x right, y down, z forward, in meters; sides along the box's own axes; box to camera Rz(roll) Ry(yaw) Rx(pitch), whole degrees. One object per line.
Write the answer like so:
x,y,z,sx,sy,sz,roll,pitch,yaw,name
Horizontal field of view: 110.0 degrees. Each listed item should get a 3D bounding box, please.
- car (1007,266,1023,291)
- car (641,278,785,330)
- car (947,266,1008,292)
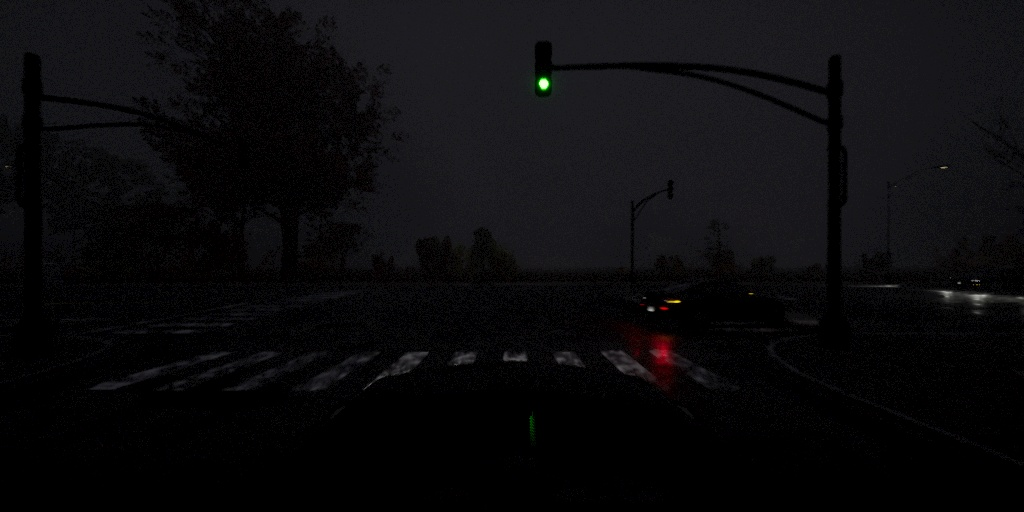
29.516,1.361,18.401,4.902,1.511,2.128,0,0,1,car
6.492,1.450,11.685,4.674,1.442,1.812,0,-1,-16,car
29.471,1.366,21.652,4.892,1.490,1.837,0,0,1,car
